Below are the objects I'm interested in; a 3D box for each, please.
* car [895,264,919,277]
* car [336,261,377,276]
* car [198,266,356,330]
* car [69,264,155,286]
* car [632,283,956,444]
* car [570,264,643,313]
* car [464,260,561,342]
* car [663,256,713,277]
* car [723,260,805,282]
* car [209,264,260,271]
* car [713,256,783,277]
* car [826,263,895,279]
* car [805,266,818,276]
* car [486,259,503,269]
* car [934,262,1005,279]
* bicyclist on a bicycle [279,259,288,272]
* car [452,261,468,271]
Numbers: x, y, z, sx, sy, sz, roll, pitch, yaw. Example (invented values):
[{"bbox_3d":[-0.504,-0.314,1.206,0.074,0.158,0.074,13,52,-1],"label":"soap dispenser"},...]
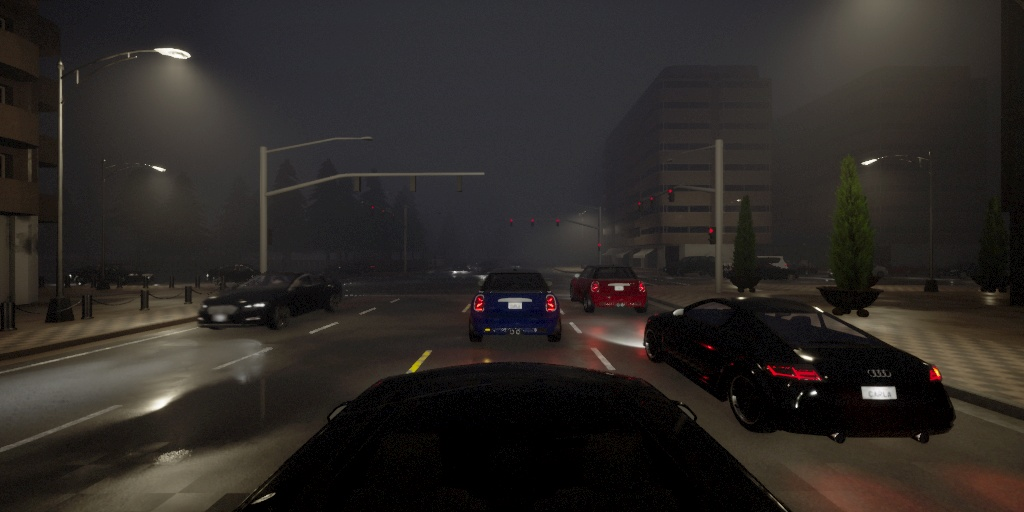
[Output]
[{"bbox_3d":[38.238,1.406,36.598,4.718,1.301,1.895,0,0,0],"label":"car"},{"bbox_3d":[-16.316,1.297,36.335,4.902,1.511,2.128,0,0,-2],"label":"car"},{"bbox_3d":[-7.082,1.241,11.146,2.128,1.511,4.902,0,0,0],"label":"car"},{"bbox_3d":[-28.522,1.297,25.671,4.902,1.511,2.128,0,0,0],"label":"car"},{"bbox_3d":[3.608,1.314,5.531,1.994,1.385,4.181,0,0,0],"label":"car"},{"bbox_3d":[3.609,1.102,14.172,2.097,1.767,4.553,0,0,0],"label":"car"},{"bbox_3d":[0.085,1.102,9.945,2.097,1.767,4.553,0,0,0],"label":"car"},{"bbox_3d":[18.432,1.028,36.537,5.566,2.045,2.150,0,0,0],"label":"car"},{"bbox_3d":[20.541,1.283,29.367,5.008,1.535,1.882,0,0,0],"label":"car"},{"bbox_3d":[-18.988,1.297,25.704,4.902,1.511,2.128,0,0,0],"label":"car"},{"bbox_3d":[22.178,1.027,33.051,5.566,2.045,2.150,0,0,0],"label":"car"},{"bbox_3d":[31.815,1.331,33.081,4.674,1.442,1.812,0,0,0],"label":"car"},{"bbox_3d":[28.192,1.406,36.571,4.718,1.301,1.895,0,0,0],"label":"car"},{"bbox_3d":[-2.791,1.254,57.439,1.837,1.490,4.892,0,0,7],"label":"car"},{"bbox_3d":[42.139,1.283,33.101,5.008,1.535,1.882,0,0,0],"label":"car"},{"bbox_3d":[-25.600,1.106,40.164,0.582,1.620,1.656,0,0,0],"label":"bicyclist on a bicycle"},{"bbox_3d":[-6.845,1.312,48.691,1.994,1.385,4.181,0,0,3],"label":"car"}]
